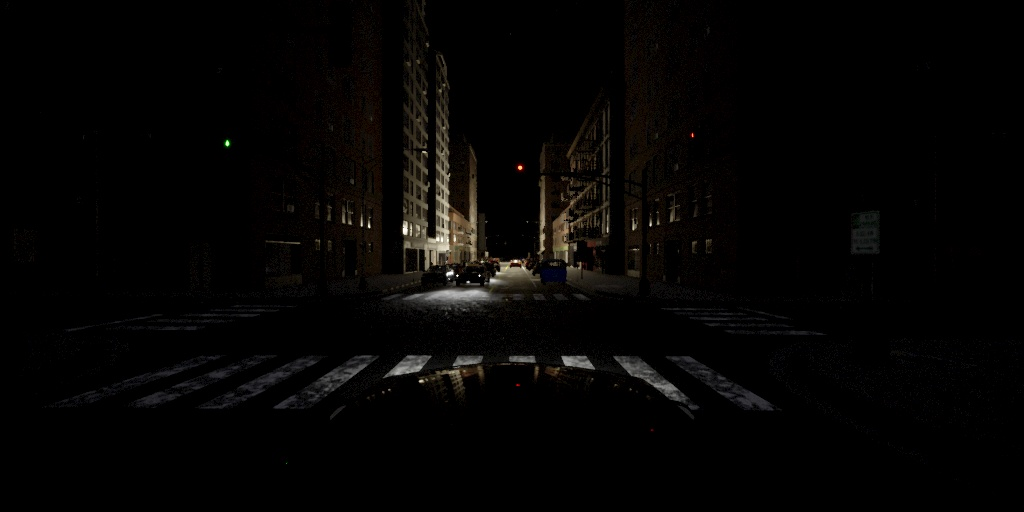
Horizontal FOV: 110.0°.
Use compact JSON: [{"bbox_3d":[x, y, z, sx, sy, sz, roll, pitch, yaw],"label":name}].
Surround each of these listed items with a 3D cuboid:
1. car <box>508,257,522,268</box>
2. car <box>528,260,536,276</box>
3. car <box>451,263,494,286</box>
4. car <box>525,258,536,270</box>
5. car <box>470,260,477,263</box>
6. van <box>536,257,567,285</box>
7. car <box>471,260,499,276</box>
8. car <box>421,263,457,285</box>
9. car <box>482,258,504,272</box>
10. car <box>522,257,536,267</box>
[{"bbox_3d":[0.602,1.336,59.039,1.895,1.301,4.718,0,0,1],"label":"car"},{"bbox_3d":[2.939,1.329,36.720,1.802,1.307,4.207,0,0,1],"label":"car"},{"bbox_3d":[-2.658,1.349,25.127,1.895,1.301,4.718,0,0,4],"label":"car"},{"bbox_3d":[3.039,1.325,48.082,1.802,1.307,4.207,0,0,1],"label":"car"},{"bbox_3d":[-4.987,1.269,47.977,1.751,1.417,4.829,0,0,1],"label":"car"},{"bbox_3d":[2.840,1.089,25.358,1.690,1.789,3.998,0,0,1],"label":"van"},{"bbox_3d":[-2.558,1.348,35.139,1.895,1.301,4.718,0,0,0],"label":"car"},{"bbox_3d":[-5.185,1.299,25.419,2.007,1.370,4.403,0,0,1],"label":"car"},{"bbox_3d":[-2.464,1.309,45.193,1.994,1.385,4.181,0,0,1],"label":"car"},{"bbox_3d":[3.089,1.054,53.764,2.192,1.841,5.009,0,0,1],"label":"car"}]
